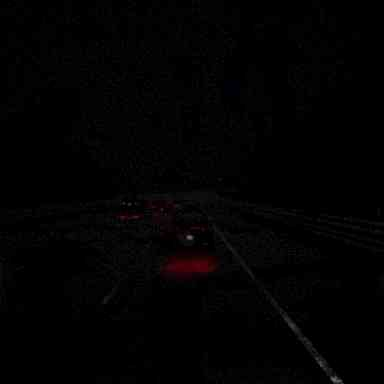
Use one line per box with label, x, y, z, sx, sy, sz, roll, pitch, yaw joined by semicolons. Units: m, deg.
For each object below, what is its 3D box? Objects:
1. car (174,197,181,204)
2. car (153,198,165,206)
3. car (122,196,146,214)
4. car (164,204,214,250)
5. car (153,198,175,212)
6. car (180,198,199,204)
car;-2.899;1.795;69.411;1.837;1.490;4.892;-1;-1;2
car;-6.525;1.891;65.737;1.812;1.442;4.674;-1;0;2
car;-7.094;1.529;40.727;2.150;2.045;5.566;-1;-1;1
car;-0.095;1.553;14.880;1.882;1.535;5.008;-1;0;0
car;-3.597;1.865;42.459;1.895;1.301;4.718;-1;0;1
car;-0.095;1.712;37.547;1.812;1.442;4.674;-1;0;1
